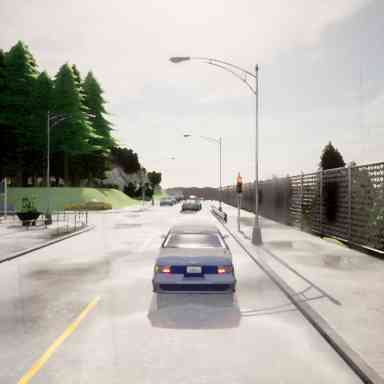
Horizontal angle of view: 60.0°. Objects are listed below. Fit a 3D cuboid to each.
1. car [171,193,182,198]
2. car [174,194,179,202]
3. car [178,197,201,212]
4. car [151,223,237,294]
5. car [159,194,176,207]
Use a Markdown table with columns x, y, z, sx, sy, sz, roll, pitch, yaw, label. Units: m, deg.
| x | y | z | sx | sy | sz | roll | pitch | yaw | label |
| --- | --- | --- | --- | --- | --- | --- | --- | --- | --- |
| -3.868 | 1.225 | 72.788 | 2.150 | 2.045 | 5.566 | 0 | 0 | 0 | car |
| -3.949 | 1.526 | 62.383 | 1.812 | 1.442 | 4.674 | 0 | 0 | 1 | car |
| -0.061 | 1.564 | 38.488 | 1.994 | 1.385 | 4.181 | 0 | 0 | 7 | car |
| 0.063 | 1.547 | 8.936 | 2.033 | 1.411 | 5.357 | 0 | 0 | 1 | car |
| -3.997 | 1.505 | 52.486 | 1.837 | 1.490 | 4.892 | 0 | 0 | 0 | car |
